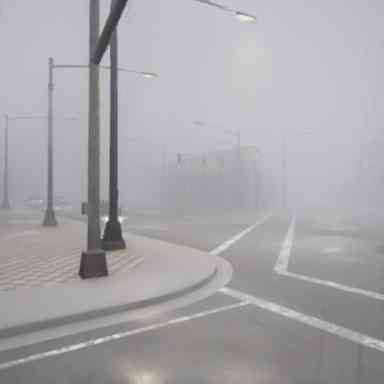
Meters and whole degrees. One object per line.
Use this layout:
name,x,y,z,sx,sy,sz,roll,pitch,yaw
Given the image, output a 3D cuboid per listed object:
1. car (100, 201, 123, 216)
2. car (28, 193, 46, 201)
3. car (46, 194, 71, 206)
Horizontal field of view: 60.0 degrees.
car,-8.288,1.544,32.044,1.994,1.385,4.181,0,1,-36
car,-27.829,0.826,59.202,1.994,1.385,4.181,0,0,-35
car,-18.158,1.149,45.715,1.812,1.442,4.674,0,1,-36
